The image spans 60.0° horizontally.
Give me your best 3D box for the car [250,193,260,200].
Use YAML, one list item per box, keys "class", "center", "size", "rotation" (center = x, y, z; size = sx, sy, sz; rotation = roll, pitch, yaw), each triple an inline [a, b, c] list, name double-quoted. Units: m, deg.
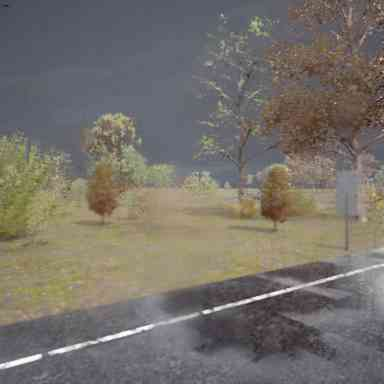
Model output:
- class: "car"
  center: [12.934, 0.972, 62.473]
  size: [2.128, 1.511, 4.902]
  rotation: [-1, 1, -35]
